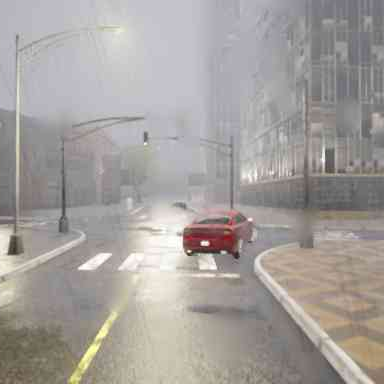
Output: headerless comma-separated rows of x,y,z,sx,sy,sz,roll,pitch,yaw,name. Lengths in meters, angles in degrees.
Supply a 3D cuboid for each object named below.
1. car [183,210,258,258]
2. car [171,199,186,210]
1.228,1.443,12.889,1.882,1.535,5.008,-2,0,19,car
-1.779,1.530,42.272,1.895,1.301,4.718,0,0,-4,car
